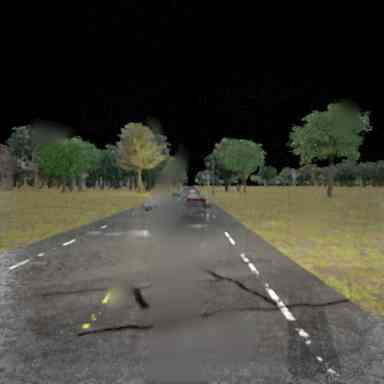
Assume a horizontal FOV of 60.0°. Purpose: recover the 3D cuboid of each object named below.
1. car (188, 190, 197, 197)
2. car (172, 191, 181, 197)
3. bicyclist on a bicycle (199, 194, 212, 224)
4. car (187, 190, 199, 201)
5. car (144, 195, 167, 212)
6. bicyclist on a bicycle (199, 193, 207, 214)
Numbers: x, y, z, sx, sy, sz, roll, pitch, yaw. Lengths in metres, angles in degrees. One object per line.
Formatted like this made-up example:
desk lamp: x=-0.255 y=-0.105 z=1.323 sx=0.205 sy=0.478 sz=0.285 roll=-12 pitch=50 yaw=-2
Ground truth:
car: x=0.025 y=0.331 z=73.775 sx=1.882 sy=1.535 sz=5.008 roll=0 pitch=1 yaw=0
car: x=-3.475 y=0.405 z=73.904 sx=1.895 sy=1.301 sz=4.718 roll=0 pitch=1 yaw=0
bicyclist on a bicycle: x=0.967 y=1.187 z=20.823 sx=0.659 sy=1.776 sz=1.843 roll=0 pitch=1 yaw=0
car: x=0.117 y=0.790 z=55.941 sx=1.994 sy=1.385 sz=4.181 roll=0 pitch=1 yaw=0
car: x=-3.584 y=1.120 z=33.381 sx=1.837 sy=1.490 sz=4.892 roll=0 pitch=1 yaw=0
bicyclist on a bicycle: x=0.970 y=1.043 z=29.788 sx=0.659 sy=1.776 sz=1.843 roll=0 pitch=1 yaw=0
